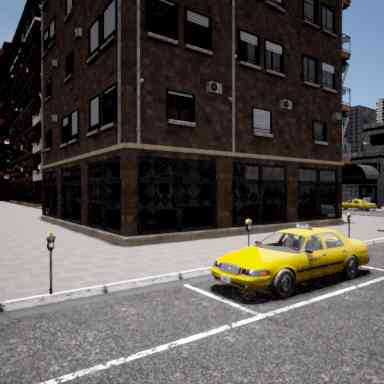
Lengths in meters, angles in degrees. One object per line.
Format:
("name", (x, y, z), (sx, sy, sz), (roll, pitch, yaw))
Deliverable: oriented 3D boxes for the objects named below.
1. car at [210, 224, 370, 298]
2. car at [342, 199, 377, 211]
("car", (2.671, 1.525, 8.478), (4.829, 1.417, 1.752), (0, 0, -36))
("car", (19.322, 1.469, 39.712), (1.752, 1.417, 4.829), (0, 0, -35))
